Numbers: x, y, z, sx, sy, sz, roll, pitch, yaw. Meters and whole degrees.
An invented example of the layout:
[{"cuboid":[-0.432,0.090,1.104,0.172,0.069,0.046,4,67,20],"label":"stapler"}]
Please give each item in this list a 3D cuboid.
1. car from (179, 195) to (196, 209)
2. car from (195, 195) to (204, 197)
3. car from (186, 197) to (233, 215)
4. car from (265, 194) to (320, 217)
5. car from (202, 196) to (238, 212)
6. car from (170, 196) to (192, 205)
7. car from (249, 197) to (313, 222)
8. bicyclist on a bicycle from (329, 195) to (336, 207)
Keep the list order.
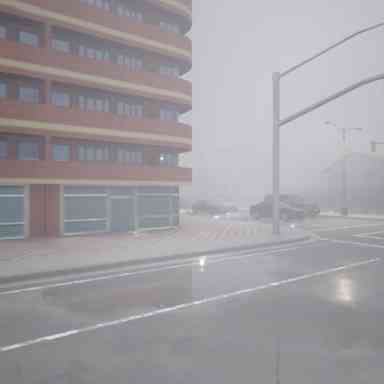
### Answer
[{"cuboid":[-1.929,1.505,45.993,1.837,1.490,4.892,0,0,-34],"label":"car"},{"cuboid":[0.787,1.352,62.494,2.097,1.767,4.553,0,0,-35],"label":"car"},{"cuboid":[1.744,1.526,34.491,1.812,1.442,4.674,0,0,-35],"label":"car"},{"cuboid":[8.854,1.221,30.344,2.150,2.045,5.566,0,0,-34],"label":"car"},{"cuboid":[3.315,1.526,38.390,1.812,1.442,4.674,0,0,-35],"label":"car"},{"cuboid":[-2.064,1.526,60.548,1.812,1.442,4.674,0,0,-34],"label":"car"},{"cuboid":[6.867,1.478,27.014,1.882,1.535,5.008,0,0,-34],"label":"car"},{"cuboid":[19.354,1.301,45.898,1.656,1.620,0.582,0,0,-35],"label":"bicyclist on a bicycle"}]
